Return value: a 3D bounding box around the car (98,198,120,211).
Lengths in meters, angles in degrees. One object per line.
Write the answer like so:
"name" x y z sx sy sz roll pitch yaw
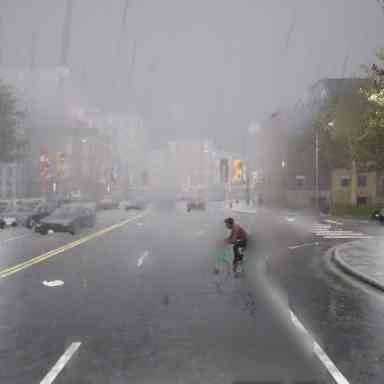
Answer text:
"car" -10.118 1.477 40.087 1.882 1.535 5.008 0 0 1

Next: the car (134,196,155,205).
"car" -8.355 1.492 59.094 2.128 1.511 4.902 0 0 14

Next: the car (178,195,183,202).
"car" -2.688 1.477 73.624 1.882 1.535 5.008 0 0 28

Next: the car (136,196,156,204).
"car" -9.162 1.520 67.170 2.002 1.452 4.674 0 0 20

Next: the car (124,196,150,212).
"car" -6.660 1.547 39.483 2.033 1.411 5.357 0 0 1

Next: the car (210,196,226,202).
"car" 5.861 1.552 73.952 1.994 1.385 4.181 0 0 37

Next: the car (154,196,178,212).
"car" -2.974 1.505 39.334 1.837 1.490 4.892 0 0 1

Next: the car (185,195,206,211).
"car" 0.545 1.352 39.954 2.097 1.767 4.553 0 0 0

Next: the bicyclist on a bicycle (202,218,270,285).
"bicyclist on a bicycle" 1.066 1.448 8.029 1.656 1.620 0.582 0 0 1

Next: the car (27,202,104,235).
"car" -6.903 1.547 18.957 2.033 1.411 5.357 0 0 1

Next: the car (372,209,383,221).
"car" 15.822 1.564 24.815 4.181 1.385 1.994 0 0 0

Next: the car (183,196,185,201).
"car" 0.673 1.524 72.433 1.812 1.442 4.674 0 0 31

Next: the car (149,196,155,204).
"car" -5.151 1.548 57.817 2.033 1.411 5.357 0 0 13

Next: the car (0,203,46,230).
"car" -10.376 1.491 21.347 2.128 1.511 4.902 0 0 1
